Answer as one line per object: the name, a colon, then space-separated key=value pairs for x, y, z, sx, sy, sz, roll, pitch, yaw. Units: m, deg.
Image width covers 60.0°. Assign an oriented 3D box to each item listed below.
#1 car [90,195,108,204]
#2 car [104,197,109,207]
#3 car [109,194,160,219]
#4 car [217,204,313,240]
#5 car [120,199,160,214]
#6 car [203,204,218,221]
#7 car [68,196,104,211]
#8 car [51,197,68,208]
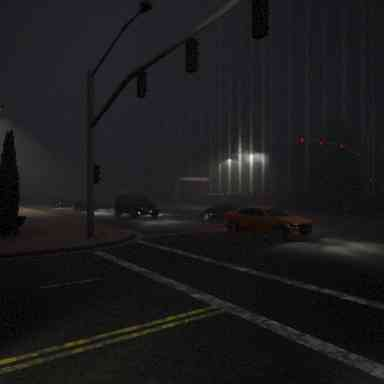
car: x=-18.610 y=1.478 z=66.272 sx=1.882 sy=1.535 sz=5.008 roll=0 pitch=0 yaw=-36
car: x=-12.527 y=1.526 z=45.661 sx=1.812 sy=1.442 sz=4.674 roll=0 pitch=0 yaw=-36
car: x=-4.975 y=1.217 z=29.283 sx=2.150 sy=2.045 sz=5.566 roll=0 pitch=1 yaw=-36
car: x=3.818 y=1.477 z=17.291 sx=1.882 sy=1.535 sz=5.008 roll=0 pitch=0 yaw=-36
car: x=-5.767 y=1.548 z=36.333 sx=2.033 sy=1.411 sz=5.357 roll=0 pitch=0 yaw=-36
car: x=2.669 y=1.564 z=24.752 sx=1.994 sy=1.385 sz=4.181 roll=0 pitch=0 yaw=-35
car: x=-12.884 y=1.492 z=40.185 sx=2.128 sy=1.511 sz=4.902 roll=0 pitch=0 yaw=-36
car: x=-19.486 y=1.505 z=49.339 sx=1.837 sy=1.490 sz=4.892 roll=0 pitch=0 yaw=-35
